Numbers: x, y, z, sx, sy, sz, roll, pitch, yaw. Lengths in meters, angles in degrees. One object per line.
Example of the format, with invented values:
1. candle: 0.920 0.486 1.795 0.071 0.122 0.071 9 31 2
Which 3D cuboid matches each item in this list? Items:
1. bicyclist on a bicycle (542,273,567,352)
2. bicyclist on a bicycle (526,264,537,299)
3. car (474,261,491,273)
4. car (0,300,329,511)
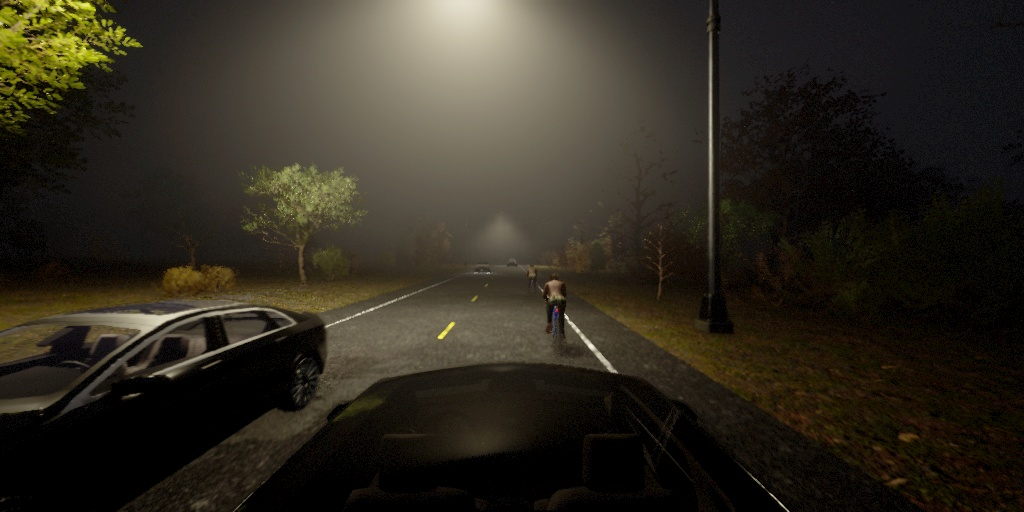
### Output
1. bicyclist on a bicycle: 0.962 1.202 7.971 0.582 1.620 1.656 0 0 0
2. bicyclist on a bicycle: 0.963 1.204 17.226 0.582 1.620 1.656 0 0 0
3. car: -3.590 1.317 45.012 2.033 1.411 5.357 0 0 0
4. car: -3.600 1.241 3.293 2.128 1.511 4.902 0 0 0
